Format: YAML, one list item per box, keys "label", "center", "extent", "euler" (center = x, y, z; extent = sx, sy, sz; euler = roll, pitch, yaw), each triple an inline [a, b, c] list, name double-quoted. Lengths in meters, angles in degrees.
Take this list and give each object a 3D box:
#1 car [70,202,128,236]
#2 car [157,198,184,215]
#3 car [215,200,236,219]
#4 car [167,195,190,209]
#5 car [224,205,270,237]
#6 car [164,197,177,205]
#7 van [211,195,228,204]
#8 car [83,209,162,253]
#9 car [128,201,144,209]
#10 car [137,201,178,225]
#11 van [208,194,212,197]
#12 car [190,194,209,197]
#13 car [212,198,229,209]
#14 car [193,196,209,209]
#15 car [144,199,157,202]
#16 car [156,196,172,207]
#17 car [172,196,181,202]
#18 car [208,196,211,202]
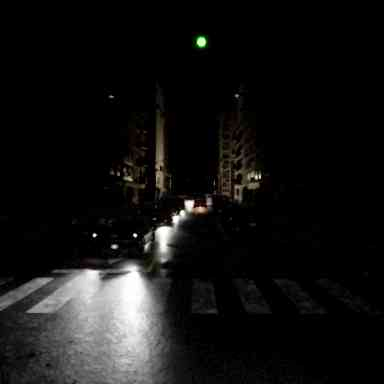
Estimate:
- label: "car"
  center: [-5.047, 1.451, 18.020]
  extent: [1.967, 1.590, 4.097]
  euler: [0, 0, 1]
- label: "car"
  center: [-2.120, 1.583, 33.778]
  extent: [1.994, 1.385, 4.181]
  euler: [0, 0, 1]
- label: "car"
  center: [3.244, 1.594, 28.843]
  extent: [1.802, 1.307, 4.206]
  euler: [0, 0, 1]
- label: "car"
  center: [-1.832, 1.521, 43.855]
  extent: [2.128, 1.511, 4.902]
  euler: [0, 0, 2]
- label: "car"
  center: [2.975, 1.573, 17.823]
  extent: [1.947, 1.339, 4.313]
  euler: [0, 0, 1]
- label: "car"
  center: [-3.974, 1.609, 62.092]
  extent: [2.008, 1.369, 4.403]
  euler: [0, 0, 1]
- label: "van"
  center: [3.512, 1.363, 39.861]
  extent: [1.690, 1.788, 3.998]
  euler: [0, 0, 1]
- label: "car"
  center: [-2.629, 1.609, 13.845]
  extent: [1.895, 1.301, 4.718]
  euler: [0, 0, 2]
- label: "car"
  center: [-4.913, 1.453, 23.529]
  extent: [1.967, 1.590, 4.097]
  euler: [0, 0, 1]
- label: "car"
  center: [-2.364, 1.576, 23.797]
  extent: [1.994, 1.385, 4.181]
  euler: [0, 0, 2]
- label: "van"
  center: [3.780, 1.378, 50.879]
  extent: [1.690, 1.788, 3.998]
  euler: [0, 0, 1]
- label: "car"
  center: [1.259, 1.537, 55.655]
  extent: [2.128, 1.511, 4.902]
  euler: [0, 0, 1]
- label: "car"
  center: [3.378, 1.583, 34.352]
  extent: [1.947, 1.339, 4.313]
  euler: [0, 0, 1]
- label: "car"
  center: [1.122, 1.631, 45.757]
  extent: [1.895, 1.301, 4.718]
  euler: [0, 0, 1]
- label: "car"
  center: [-4.645, 1.602, 34.547]
  extent: [1.802, 1.307, 4.206]
  euler: [0, 0, 1]
- label: "car"
  center: [-4.242, 1.480, 51.074]
  extent: [1.967, 1.590, 4.097]
  euler: [0, 0, 1]
- label: "car"
  center: [-3.570, 1.667, 78.620]
  extent: [1.802, 1.307, 4.206]
  euler: [0, 0, 1]
- label: "car"
  center: [3.646, 1.579, 45.370]
  extent: [2.008, 1.369, 4.403]
  euler: [0, 0, 1]
